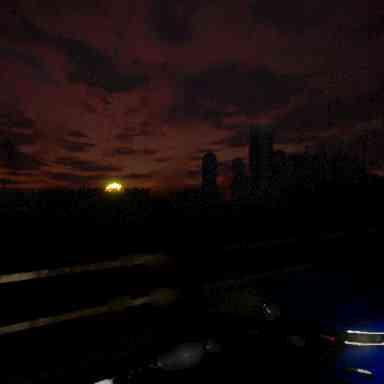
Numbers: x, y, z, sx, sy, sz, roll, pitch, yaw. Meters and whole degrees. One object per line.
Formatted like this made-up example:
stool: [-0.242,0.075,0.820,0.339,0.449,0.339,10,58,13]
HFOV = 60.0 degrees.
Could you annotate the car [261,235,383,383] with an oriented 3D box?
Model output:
car: [3.263,1.471,5.322,5.008,1.535,1.882,0,0,-35]
